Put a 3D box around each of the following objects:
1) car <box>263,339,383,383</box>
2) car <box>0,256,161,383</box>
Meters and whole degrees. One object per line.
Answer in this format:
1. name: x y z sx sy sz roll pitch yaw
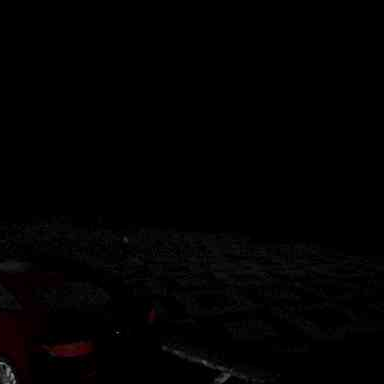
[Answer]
1. car: 2.105 1.441 1.458 4.097 1.590 1.967 0 0 35
2. car: -2.311 1.575 4.609 4.206 1.307 1.802 0 0 35
